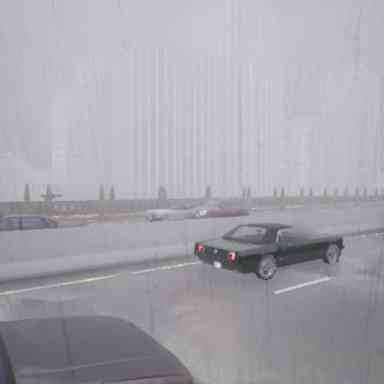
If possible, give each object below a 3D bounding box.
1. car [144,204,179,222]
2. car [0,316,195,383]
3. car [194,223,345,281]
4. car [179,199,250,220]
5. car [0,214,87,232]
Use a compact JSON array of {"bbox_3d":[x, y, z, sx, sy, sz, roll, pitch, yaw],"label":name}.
[{"bbox_3d":[-1.116,1.541,24.681,4.718,1.301,1.895,0,0,-35],"label":"car"},{"bbox_3d":[-2.506,1.552,1.956,5.357,1.411,2.033,0,0,-35],"label":"car"},{"bbox_3d":[2.466,1.566,9.810,4.718,1.301,1.895,0,0,-36],"label":"car"},{"bbox_3d":[1.752,1.287,22.413,4.553,1.767,2.097,0,0,-35],"label":"car"},{"bbox_3d":[-6.551,1.541,12.219,5.357,1.411,2.033,0,0,-36],"label":"car"}]
